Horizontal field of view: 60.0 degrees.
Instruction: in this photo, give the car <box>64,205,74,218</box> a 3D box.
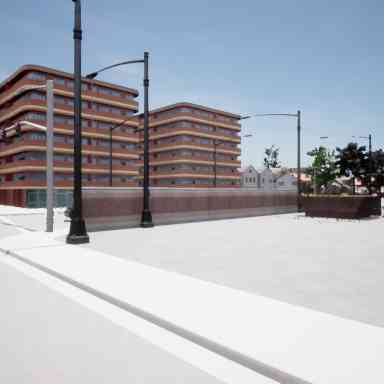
[{"bbox_3d":[-7.829,1.505,27.137,4.892,1.490,1.837,0,0,-44],"label":"car"}]
